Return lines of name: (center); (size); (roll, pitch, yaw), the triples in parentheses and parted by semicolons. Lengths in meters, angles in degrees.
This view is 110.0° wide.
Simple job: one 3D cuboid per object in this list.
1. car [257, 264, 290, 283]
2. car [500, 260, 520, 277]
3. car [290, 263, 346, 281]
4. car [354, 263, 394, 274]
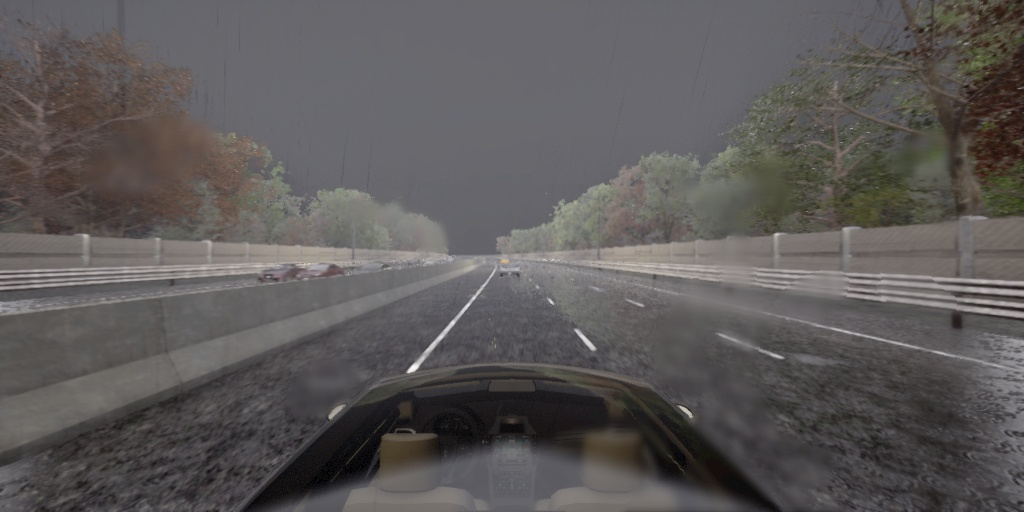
car: (-17.764, 1.342, 28.090); (1.994, 1.385, 4.181); (0, 0, -1)
car: (-0.230, 1.352, 35.784); (1.895, 1.301, 4.718); (0, 0, -1)
car: (-14.251, 1.298, 27.047); (1.812, 1.442, 4.674); (0, 0, -1)
car: (-10.770, 1.274, 28.331); (1.837, 1.490, 4.892); (0, -1, -1)
